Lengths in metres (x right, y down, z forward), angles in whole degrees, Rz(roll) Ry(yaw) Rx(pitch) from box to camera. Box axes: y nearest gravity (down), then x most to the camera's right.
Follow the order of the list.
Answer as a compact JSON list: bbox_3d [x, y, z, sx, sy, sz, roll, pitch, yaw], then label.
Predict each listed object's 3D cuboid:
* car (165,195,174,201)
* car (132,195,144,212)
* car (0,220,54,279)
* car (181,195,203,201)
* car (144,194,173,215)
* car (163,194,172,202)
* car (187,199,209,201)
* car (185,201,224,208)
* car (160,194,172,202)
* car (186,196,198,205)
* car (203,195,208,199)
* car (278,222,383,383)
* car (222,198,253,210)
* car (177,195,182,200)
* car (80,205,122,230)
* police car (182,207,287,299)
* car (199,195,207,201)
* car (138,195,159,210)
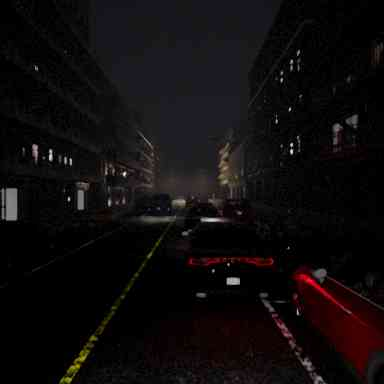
[{"bbox_3d":[-5.669,1.488,83.315,1.887,1.381,4.507,0,0,0],"label":"car"},{"bbox_3d":[-5.679,1.419,38.224,1.967,1.590,4.097,0,0,0],"label":"car"},{"bbox_3d":[-5.686,1.562,10.040,1.947,1.339,4.313,0,0,0],"label":"car"},{"bbox_3d":[0.022,1.465,46.212,2.128,1.511,4.902,0,0,0],"label":"car"},{"bbox_3d":[-3.090,1.206,33.539,2.150,2.045,5.566,0,0,0],"label":"car"},{"bbox_3d":[-5.670,1.388,77.677,1.967,1.590,4.097,0,0,0],"label":"car"},{"bbox_3d":[0.790,1.493,24.505,1.837,1.490,4.892,0,0,-2],"label":"car"},{"bbox_3d":[0.671,1.473,18.602,1.882,1.535,5.008,0,0,5],"label":"car"},{"bbox_3d":[-5.670,1.268,72.042,2.192,1.841,5.009,0,0,0],"label":"car"},{"bbox_3d":[0.015,1.510,59.912,2.033,1.411,5.357,0,0,0],"label":"car"},{"bbox_3d":[2.709,1.478,72.206,1.752,1.417,4.829,0,0,0],"label":"car"},{"bbox_3d":[2.694,1.438,4.400,1.967,1.590,4.097,0,0,0],"label":"car"},{"bbox_3d":[2.699,1.305,21.308,2.192,1.841,5.009,0,0,0],"label":"car"},{"bbox_3d":[-2.978,1.461,92.033,1.812,1.442,4.674,0,0,0],"label":"car"},{"bbox_3d":[-5.683,1.515,21.144,1.752,1.417,4.829,0,0,0],"label":"car"},{"bbox_3d":[0.762,1.422,8.646,1.930,1.638,5.238,0,0,0],"label":"police car"},{"bbox_3d":[2.712,1.488,83.309,1.887,1.381,4.507,0,0,0],"label":"car"},{"bbox_3d":[-5.677,1.290,43.860,2.192,1.841,5.009,0,0,0],"label":"car"}]
